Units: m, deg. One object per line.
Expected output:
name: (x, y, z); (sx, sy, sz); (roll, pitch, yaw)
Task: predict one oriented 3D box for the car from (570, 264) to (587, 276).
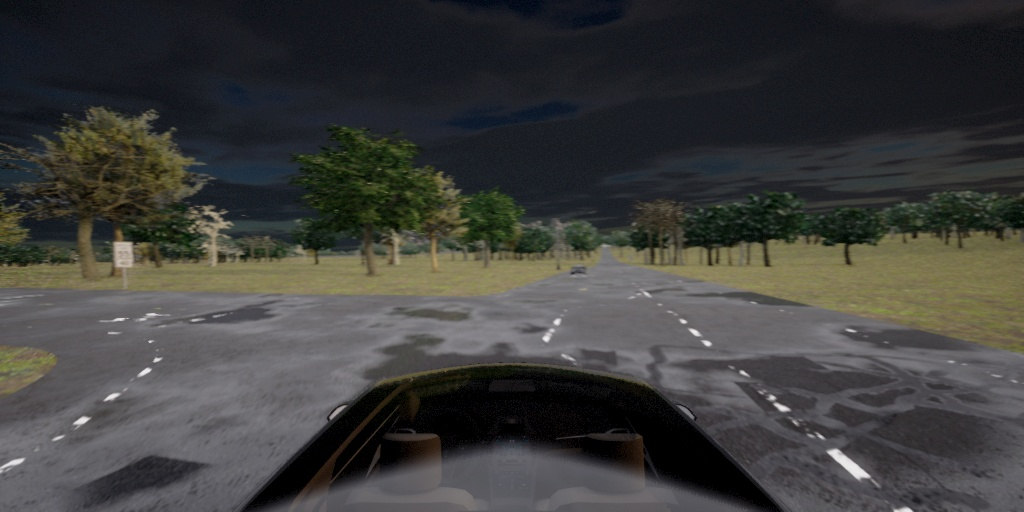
car: (8.478, 1.732, 45.424); (1.994, 1.385, 4.181); (-2, -1, 14)
